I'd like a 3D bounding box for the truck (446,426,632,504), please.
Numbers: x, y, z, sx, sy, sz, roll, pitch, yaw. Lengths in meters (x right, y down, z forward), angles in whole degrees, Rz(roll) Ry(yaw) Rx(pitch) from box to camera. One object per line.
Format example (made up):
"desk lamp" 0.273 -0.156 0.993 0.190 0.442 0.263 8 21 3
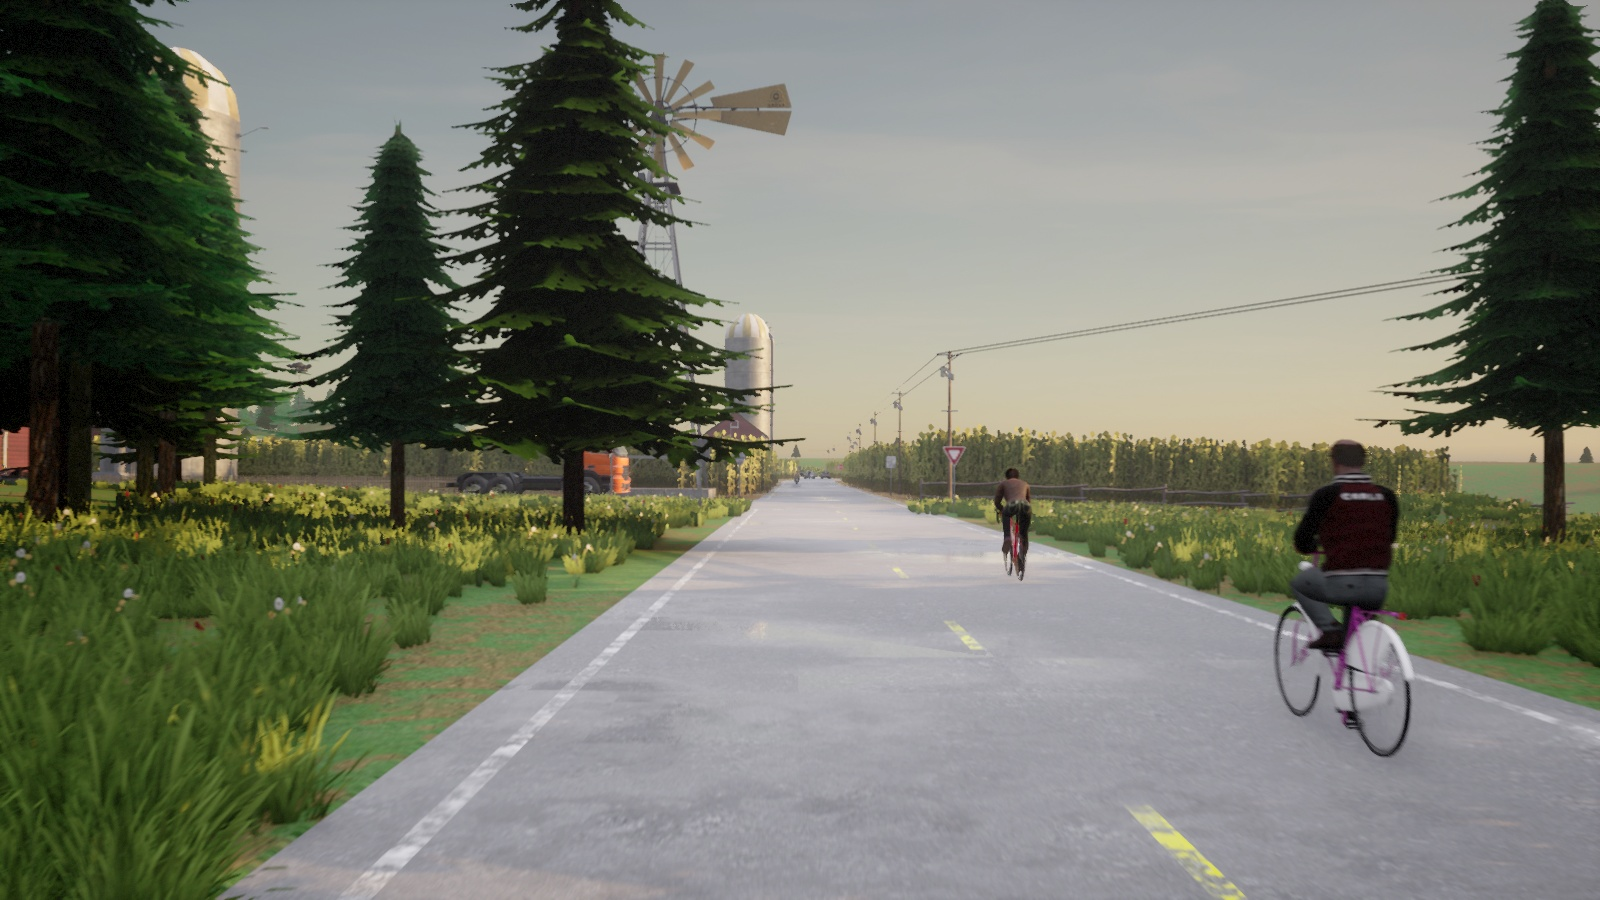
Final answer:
"truck" -11.868 0.705 57.614 7.936 3.462 2.891 0 -1 0

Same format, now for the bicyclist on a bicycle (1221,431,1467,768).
"bicyclist on a bicycle" 3.182 0.799 7.552 0.659 1.776 1.843 0 -1 0

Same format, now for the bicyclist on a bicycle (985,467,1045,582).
"bicyclist on a bicycle" 3.158 1.065 18.549 0.582 1.620 1.656 0 -1 0

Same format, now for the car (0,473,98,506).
"car" -34.887 1.795 57.759 4.193 1.474 1.816 0 -1 0
